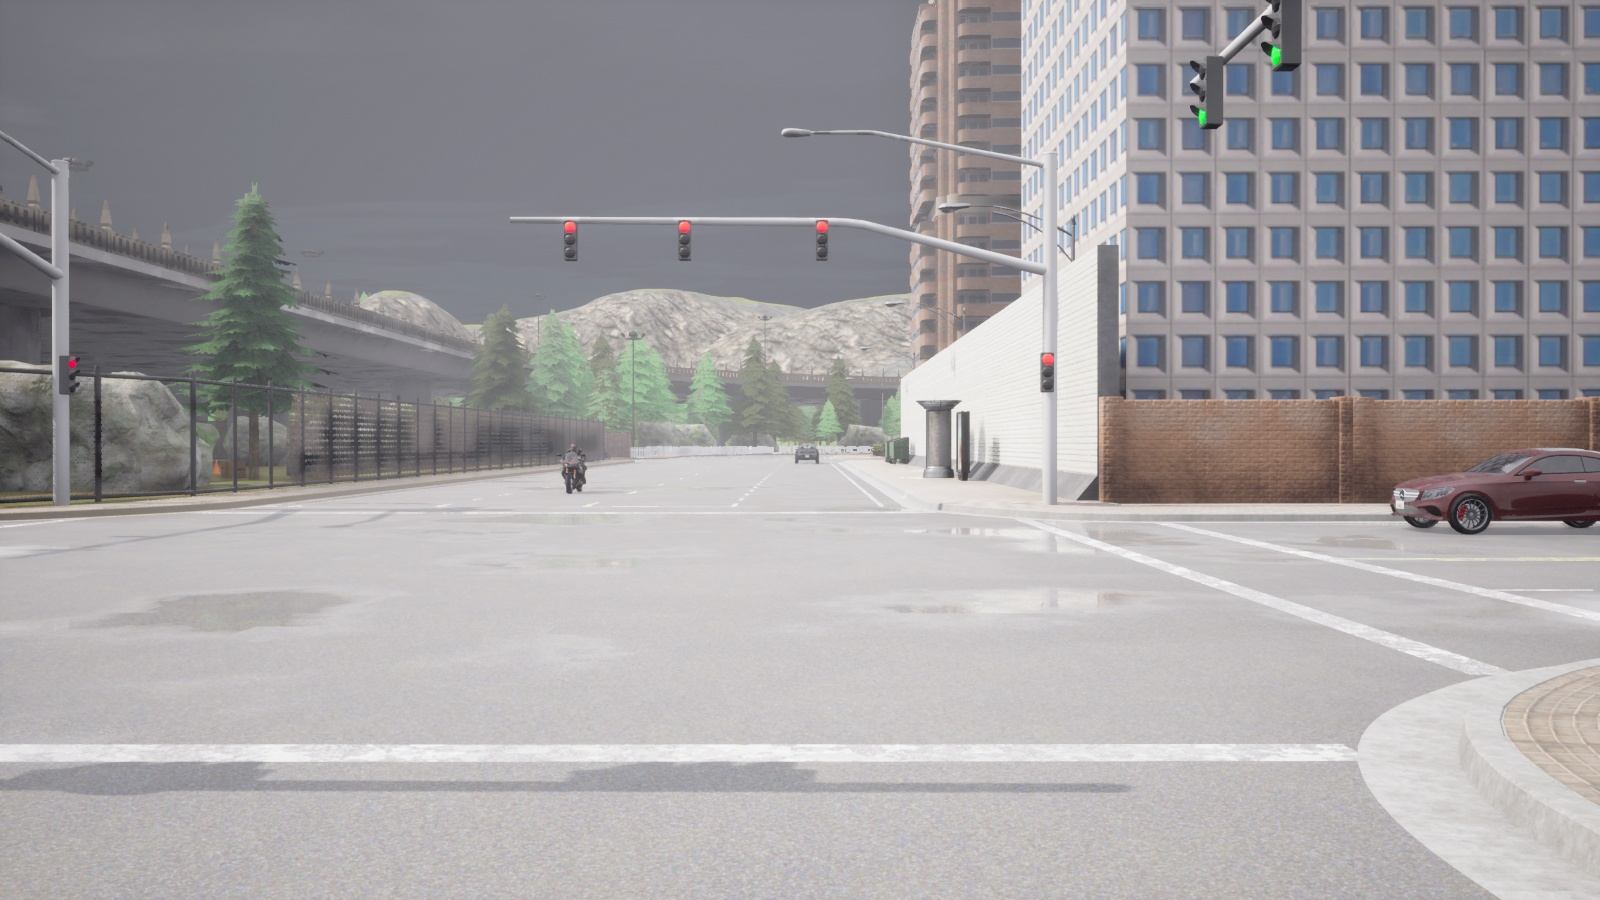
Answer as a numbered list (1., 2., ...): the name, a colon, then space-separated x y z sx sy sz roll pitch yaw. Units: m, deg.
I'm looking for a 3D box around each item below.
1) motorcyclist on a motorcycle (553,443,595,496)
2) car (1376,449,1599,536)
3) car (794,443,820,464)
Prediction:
1. motorcyclist on a motorcycle: -6.779 0.563 37.779 0.866 1.530 2.191 0 0 0
2. car: 12.785 0.714 21.879 4.674 1.442 1.812 0 0 0
3. car: 0.512 0.246 91.154 1.816 1.474 4.193 0 0 0
